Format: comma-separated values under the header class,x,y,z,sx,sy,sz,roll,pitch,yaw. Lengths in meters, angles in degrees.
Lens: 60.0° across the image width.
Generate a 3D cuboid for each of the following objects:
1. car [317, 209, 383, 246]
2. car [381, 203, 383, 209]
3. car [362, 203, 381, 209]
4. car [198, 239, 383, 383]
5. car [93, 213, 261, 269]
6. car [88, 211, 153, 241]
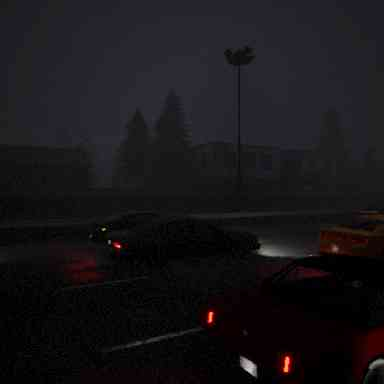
class,x,y,z,sx,sy,sz,roll,pitch,yaw
car,6.273,1.481,10.767,5.008,1.535,1.882,0,0,-29
car,13.042,1.358,18.532,4.553,1.767,2.097,0,0,-29
car,13.407,1.501,22.740,4.902,1.511,2.128,0,0,-29
car,2.555,1.602,4.694,4.718,1.301,1.895,0,0,-29
car,-0.269,1.550,11.134,5.357,1.411,2.033,0,0,-29
car,-1.983,1.531,14.195,4.674,1.442,1.812,0,0,-30
